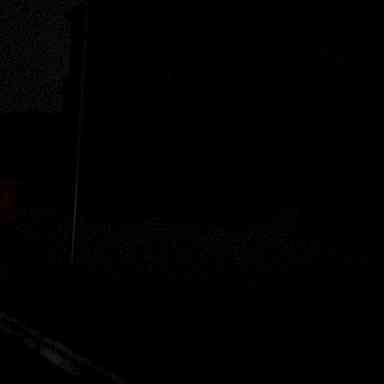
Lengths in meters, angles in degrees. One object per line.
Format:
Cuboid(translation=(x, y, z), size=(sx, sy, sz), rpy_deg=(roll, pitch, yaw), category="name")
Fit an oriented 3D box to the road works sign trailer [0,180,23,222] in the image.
Cuboid(translation=(-10.928, 0.526, 17.091), size=(2.880, 2.380, 3.560), rpy_deg=(3, 3, -7), category="road works sign trailer")
